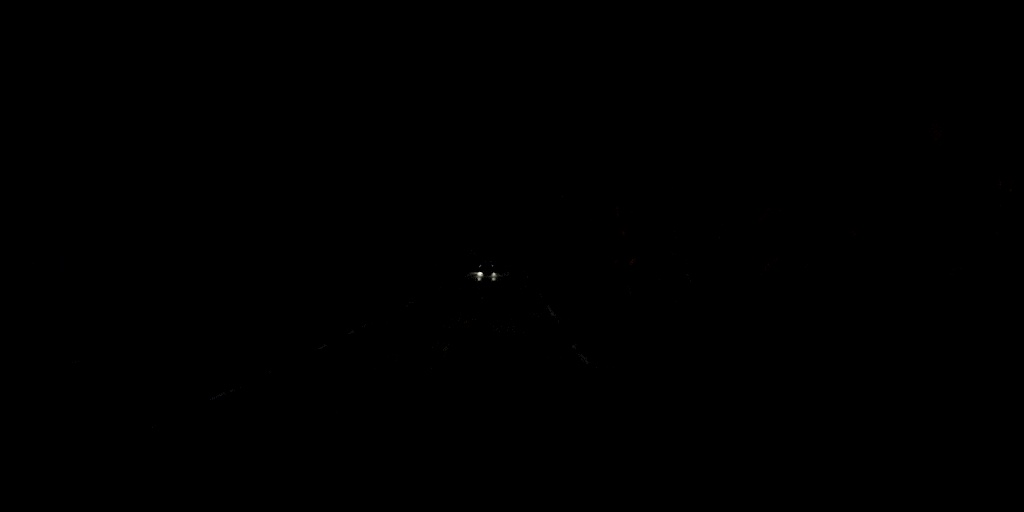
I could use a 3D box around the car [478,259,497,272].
[{"bbox_3d":[-2.822,1.055,41.906,1.882,1.535,5.008,0,0,0],"label":"car"}]
